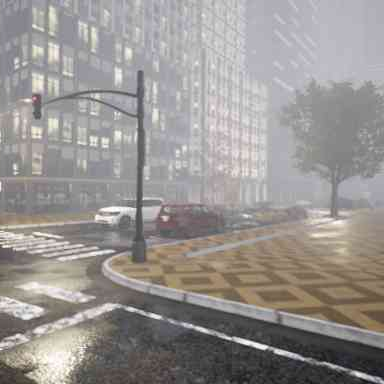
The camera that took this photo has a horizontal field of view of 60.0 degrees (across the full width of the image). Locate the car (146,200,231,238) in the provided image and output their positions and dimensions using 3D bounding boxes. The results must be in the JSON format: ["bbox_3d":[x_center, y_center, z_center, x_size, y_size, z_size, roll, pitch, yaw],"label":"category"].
[{"bbox_3d":[0.001,1.563,19.469,2.192,1.841,5.009,0,0,36],"label":"car"}]

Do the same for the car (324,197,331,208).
[{"bbox_3d":[25.376,1.828,58.120,2.150,2.045,5.566,1,0,36],"label":"car"}]

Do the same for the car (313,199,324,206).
[{"bbox_3d":[26.787,2.196,69.780,1.802,1.307,4.206,0,0,36],"label":"car"}]

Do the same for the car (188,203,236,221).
[{"bbox_3d":[2.017,1.818,31.920,2.033,1.411,5.357,1,0,36],"label":"car"}]

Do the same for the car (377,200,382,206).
[{"bbox_3d":[40.246,2.255,73.886,1.967,1.590,4.097,0,0,36],"label":"car"}]

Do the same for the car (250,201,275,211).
[{"bbox_3d":[10.024,1.948,47.115,1.947,1.339,4.313,0,0,36],"label":"car"}]

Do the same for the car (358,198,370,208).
[{"bbox_3d":[30.186,1.992,60.282,2.192,1.841,5.009,0,0,36],"label":"car"}]

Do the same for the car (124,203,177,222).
[{"bbox_3d":[-3.488,1.712,28.847,1.752,1.417,4.829,0,0,36],"label":"car"}]

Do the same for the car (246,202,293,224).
[{"bbox_3d":[6.808,1.873,28.674,1.752,1.417,4.829,0,0,36],"label":"car"}]

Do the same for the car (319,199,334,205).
[{"bbox_3d":[30.139,2.211,74.313,2.008,1.369,4.403,0,0,36],"label":"car"}]

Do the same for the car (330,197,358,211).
[{"bbox_3d":[23.478,1.900,51.212,2.192,1.841,5.009,0,0,36],"label":"car"}]

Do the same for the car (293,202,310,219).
[{"bbox_3d":[10.060,1.977,33.072,1.802,1.307,4.206,0,0,36],"label":"car"}]

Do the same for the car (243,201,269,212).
[{"bbox_3d":[8.180,1.907,40.246,2.033,1.411,5.357,1,0,36],"label":"car"}]

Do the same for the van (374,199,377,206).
[{"bbox_3d":[36.893,2.110,69.351,1.690,1.788,3.998,0,0,36],"label":"van"}]

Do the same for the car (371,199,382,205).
[{"bbox_3d":[43.599,2.442,78.420,1.802,1.307,4.206,0,0,36],"label":"car"}]

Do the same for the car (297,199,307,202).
[{"bbox_3d":[19.981,2.046,60.578,1.752,1.417,4.829,0,0,36],"label":"car"}]

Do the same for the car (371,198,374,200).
[{"bbox_3d":[33.538,2.268,64.816,1.887,1.381,4.507,0,0,36],"label":"car"}]

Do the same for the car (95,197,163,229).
[{"bbox_3d":[-4.132,1.402,23.603,2.150,2.045,5.566,1,0,37],"label":"car"}]
